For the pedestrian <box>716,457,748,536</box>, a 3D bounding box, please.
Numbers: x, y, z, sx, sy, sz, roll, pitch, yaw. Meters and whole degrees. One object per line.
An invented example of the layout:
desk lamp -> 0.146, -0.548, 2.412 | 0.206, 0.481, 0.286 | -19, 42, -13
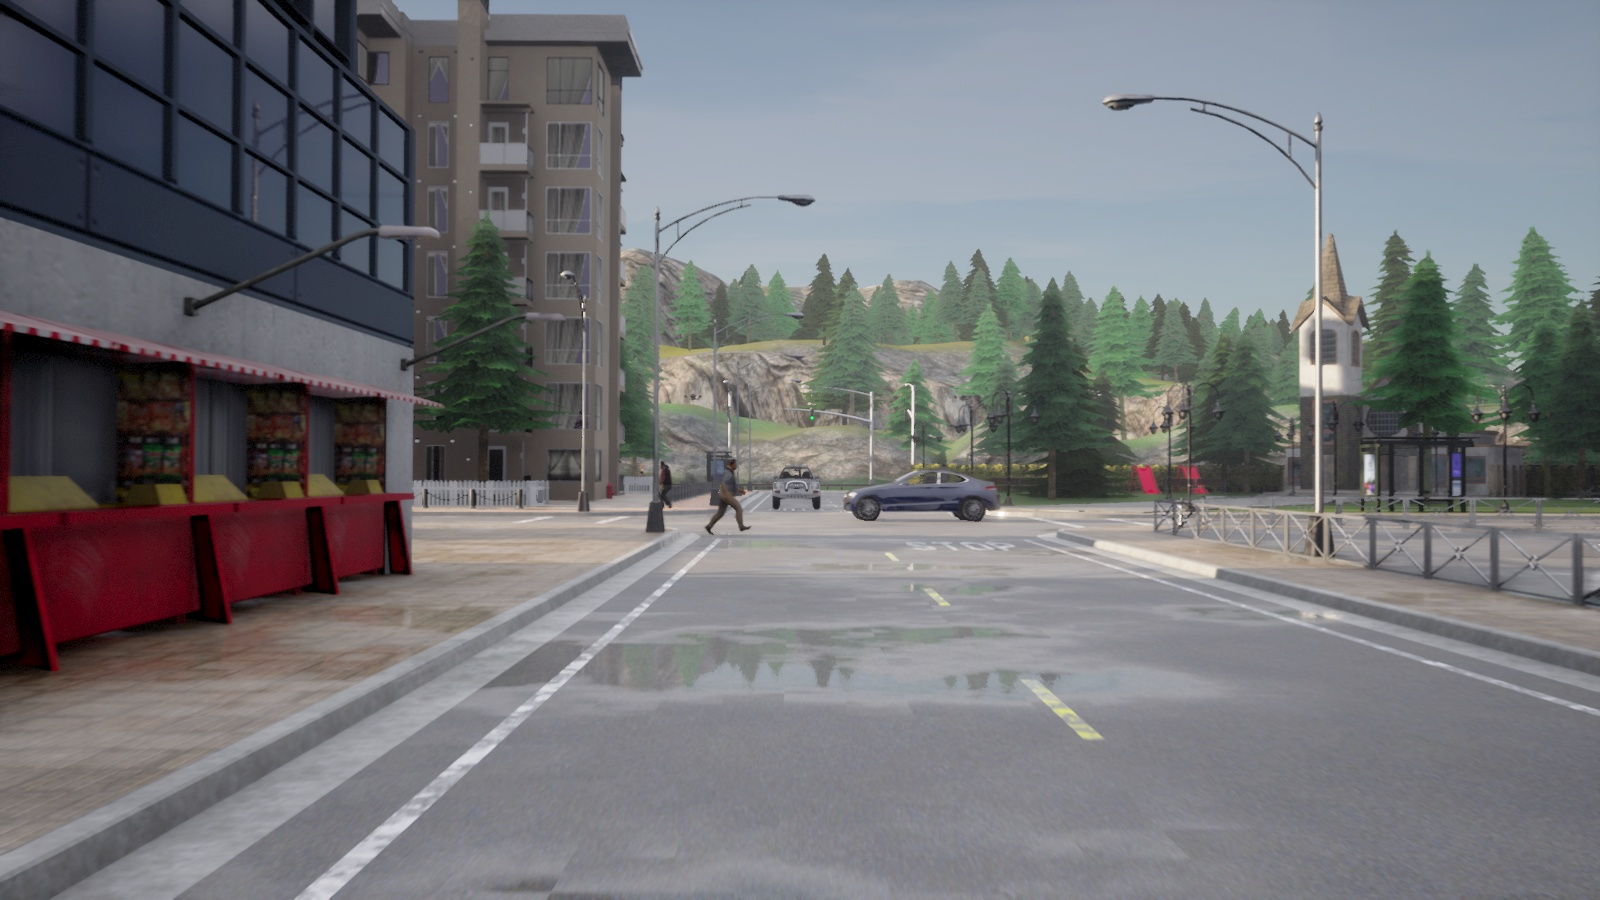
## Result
pedestrian -> -1.617, 1.092, 29.887 | 0.694, 1.848, 0.540 | 0, -1, -10

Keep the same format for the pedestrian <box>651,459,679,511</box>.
pedestrian -> -4.802, 1.243, 44.705 | 0.899, 1.844, 0.634 | 0, -1, -16

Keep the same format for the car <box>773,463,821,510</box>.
car -> -0.135, 1.506, 52.196 | 1.932, 1.855, 4.605 | 0, -1, 0

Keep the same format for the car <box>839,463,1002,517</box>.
car -> 3.801, 1.264, 40.328 | 5.027, 1.651, 2.152 | 0, -1, -1
